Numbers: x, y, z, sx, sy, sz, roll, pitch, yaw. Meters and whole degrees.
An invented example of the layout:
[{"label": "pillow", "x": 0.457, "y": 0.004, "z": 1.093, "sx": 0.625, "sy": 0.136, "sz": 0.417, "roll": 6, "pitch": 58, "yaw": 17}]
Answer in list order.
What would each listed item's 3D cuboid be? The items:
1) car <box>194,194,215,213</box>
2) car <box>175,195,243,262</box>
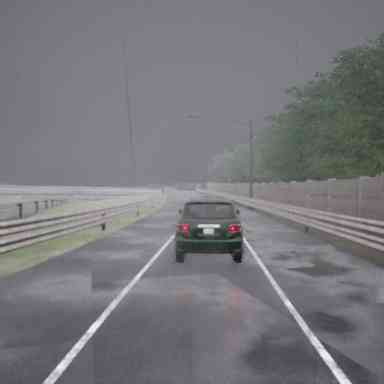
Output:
[{"label": "car", "x": 1.300, "y": 1.195, "z": 35.734, "sx": 2.097, "sy": 1.767, "sz": 4.553, "roll": 0, "pitch": 1, "yaw": 0}, {"label": "car", "x": 0.624, "y": 1.239, "z": 12.370, "sx": 2.150, "sy": 2.045, "sz": 5.566, "roll": 0, "pitch": 0, "yaw": 3}]
